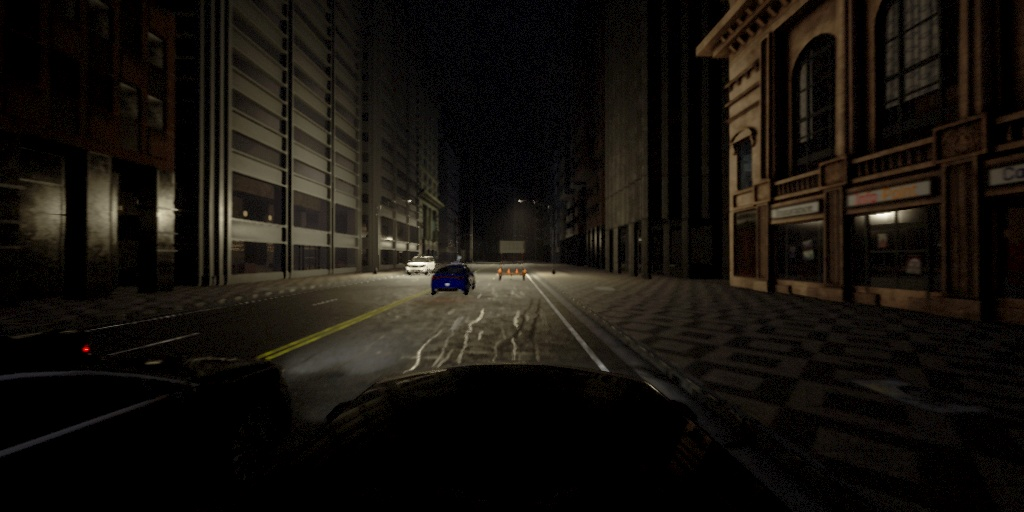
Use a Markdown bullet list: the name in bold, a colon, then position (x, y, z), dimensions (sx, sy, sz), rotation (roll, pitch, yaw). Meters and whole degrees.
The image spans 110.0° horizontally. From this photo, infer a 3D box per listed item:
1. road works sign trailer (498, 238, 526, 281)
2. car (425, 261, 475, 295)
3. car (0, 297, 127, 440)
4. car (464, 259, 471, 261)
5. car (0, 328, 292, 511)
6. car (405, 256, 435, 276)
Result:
- **road works sign trailer**: position (-0.003, 0.246, 30.974), dimensions (2.380, 3.560, 2.880), rotation (0, 0, 0)
- **car**: position (-3.163, 1.241, 19.965), dimensions (1.882, 1.535, 5.008), rotation (0, 0, 0)
- **car**: position (-6.600, 1.298, 2.520), dimensions (2.033, 1.411, 5.357), rotation (0, 0, 0)
- **car**: position (-6.594, 1.363, 42.846), dimensions (2.033, 1.411, 5.357), rotation (0, 0, 0)
- **car**: position (-3.149, 1.242, 1.690), dimensions (2.128, 1.511, 4.902), rotation (0, 0, 0)
- **car**: position (-9.846, 1.024, 39.098), dimensions (2.150, 2.045, 5.566), rotation (0, 0, 0)
